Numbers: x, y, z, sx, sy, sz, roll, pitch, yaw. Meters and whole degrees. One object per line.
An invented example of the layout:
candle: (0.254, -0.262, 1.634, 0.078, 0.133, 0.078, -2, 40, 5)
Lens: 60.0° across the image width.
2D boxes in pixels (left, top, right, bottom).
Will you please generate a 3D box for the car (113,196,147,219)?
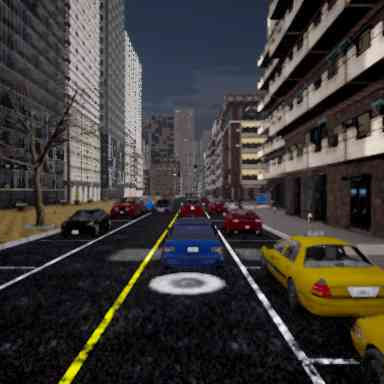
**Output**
car: (-5.692, 1.342, 29.442, 2.192, 1.841, 5.009, 0, 0, 0)

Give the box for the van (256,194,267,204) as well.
van: (13.717, 1.185, 60.431, 3.998, 1.788, 1.690, -1, 1, 0)

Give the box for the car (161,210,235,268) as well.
car: (0.045, 1.557, 11.231, 2.033, 1.411, 5.357, 0, 0, 1)

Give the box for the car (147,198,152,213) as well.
car: (-5.690, 1.600, 34.965, 1.947, 1.339, 4.313, 0, 0, 0)

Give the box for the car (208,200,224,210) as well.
car: (2.690, 1.579, 34.963, 1.887, 1.381, 4.507, 0, 0, 0)

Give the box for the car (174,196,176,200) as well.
car: (-5.682, 1.668, 83.933, 1.887, 1.381, 4.507, 0, 0, 0)

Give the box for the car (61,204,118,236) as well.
car: (-5.692, 1.582, 18.397, 1.947, 1.339, 4.313, 0, 0, 0)

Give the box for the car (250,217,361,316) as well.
car: (2.686, 1.531, 7.519, 1.752, 1.417, 4.829, 0, 0, 0)

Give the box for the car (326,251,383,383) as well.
car: (2.686, 1.527, 1.995, 1.752, 1.417, 4.829, 0, 0, 0)

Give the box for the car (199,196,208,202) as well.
car: (2.697, 1.657, 78.403, 1.887, 1.381, 4.507, 0, 0, 0)

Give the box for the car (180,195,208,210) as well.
car: (0.072, 1.379, 29.444, 2.097, 1.767, 4.553, 0, 0, 0)

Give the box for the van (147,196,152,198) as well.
van: (-5.690, 1.383, 40.488, 1.690, 1.788, 3.998, 0, 0, 0)

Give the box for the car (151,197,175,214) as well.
car: (-3.071, 1.560, 35.308, 1.812, 1.442, 4.674, 0, 0, 0)

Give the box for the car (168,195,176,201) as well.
car: (-5.681, 1.591, 94.989, 1.967, 1.590, 4.097, 0, 0, 0)

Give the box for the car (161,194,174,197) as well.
car: (-5.685, 1.415, 72.879, 2.192, 1.841, 5.009, 0, 0, 0)

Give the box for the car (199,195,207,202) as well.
car: (2.698, 1.564, 83.931, 1.967, 1.590, 4.097, 0, 0, 0)

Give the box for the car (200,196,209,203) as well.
car: (2.696, 1.645, 72.876, 1.887, 1.381, 4.507, 0, 0, 0)

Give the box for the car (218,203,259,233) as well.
car: (2.688, 1.561, 18.395, 1.887, 1.381, 4.507, 0, 0, 0)

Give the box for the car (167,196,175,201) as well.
car: (-5.681, 1.702, 89.461, 1.947, 1.339, 4.313, 0, 0, 0)
